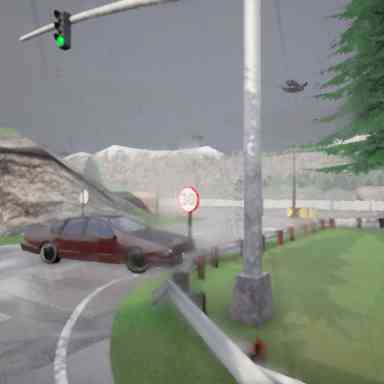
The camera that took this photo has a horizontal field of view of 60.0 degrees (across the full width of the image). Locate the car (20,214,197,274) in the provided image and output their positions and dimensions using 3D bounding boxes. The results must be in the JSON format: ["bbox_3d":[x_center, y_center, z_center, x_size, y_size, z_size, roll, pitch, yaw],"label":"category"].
[{"bbox_3d":[-2.561,1.379,9.846,5.357,1.411,2.033,0,0,24],"label":"car"}]
